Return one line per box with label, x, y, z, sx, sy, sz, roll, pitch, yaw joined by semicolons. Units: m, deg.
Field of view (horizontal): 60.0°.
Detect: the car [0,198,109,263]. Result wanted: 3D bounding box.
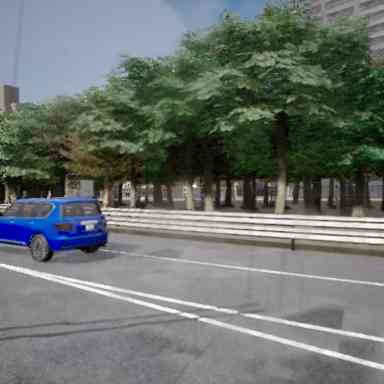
car;-5.512;1.226;12.222;5.566;2.045;2.150;0;0;34
